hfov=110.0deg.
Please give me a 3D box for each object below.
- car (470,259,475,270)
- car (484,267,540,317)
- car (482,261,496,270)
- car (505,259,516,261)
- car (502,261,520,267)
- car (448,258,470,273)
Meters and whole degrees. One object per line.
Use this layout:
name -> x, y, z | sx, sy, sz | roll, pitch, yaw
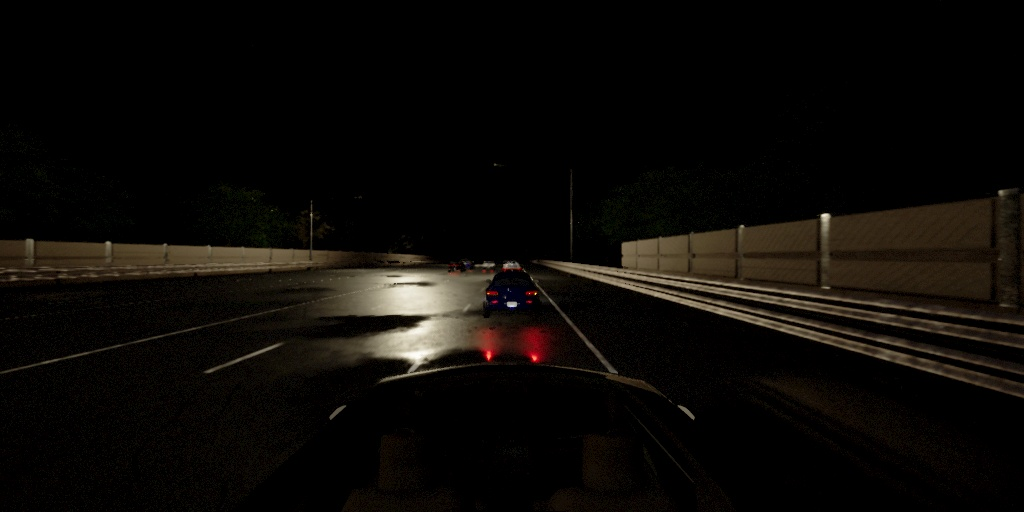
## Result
car -> -6.966, 1.213, 55.386 | 2.097, 1.767, 4.553 | 0, 0, 1
car -> -0.001, 1.282, 13.028 | 1.812, 1.442, 4.674 | 0, 0, 0
car -> -3.461, 1.443, 55.511 | 1.895, 1.301, 4.718 | 0, 0, 1
car -> -0.287, 1.296, 45.477 | 2.128, 1.511, 4.902 | 0, 0, 2
car -> -0.003, 1.375, 33.941 | 1.895, 1.301, 4.718 | 0, 0, 0
car -> -7.004, 1.336, 46.244 | 1.837, 1.490, 4.892 | 0, 0, 0
